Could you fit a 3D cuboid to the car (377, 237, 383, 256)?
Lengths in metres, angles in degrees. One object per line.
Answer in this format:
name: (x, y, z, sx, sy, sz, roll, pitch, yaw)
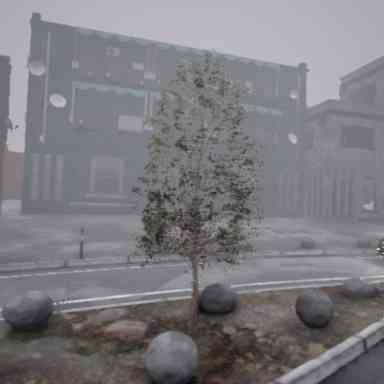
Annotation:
car: (9.301, 1.885, 12.389, 4.892, 1.490, 1.837, 2, -2, -16)
